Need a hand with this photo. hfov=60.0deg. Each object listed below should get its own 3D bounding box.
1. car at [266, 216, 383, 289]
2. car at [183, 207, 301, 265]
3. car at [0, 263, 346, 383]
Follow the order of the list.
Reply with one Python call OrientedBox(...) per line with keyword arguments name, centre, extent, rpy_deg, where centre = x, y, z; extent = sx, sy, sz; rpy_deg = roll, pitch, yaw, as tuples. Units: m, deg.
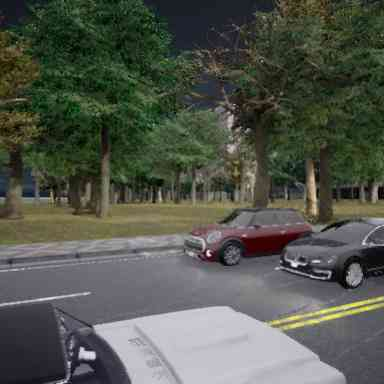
OrientedBox(name="car", centre=(4.643, 1.499, 9.094), extent=(4.892, 1.490, 1.837), rpy_deg=(0, 0, -26))
OrientedBox(name="car", centre=(1.991, 1.347, 11.407), extent=(4.553, 1.767, 2.097), rpy_deg=(0, 0, -26))
OrientedBox(name="car", centre=(-1.111, 1.601, 2.391), extent=(4.718, 1.301, 1.895), rpy_deg=(0, 0, -26))
